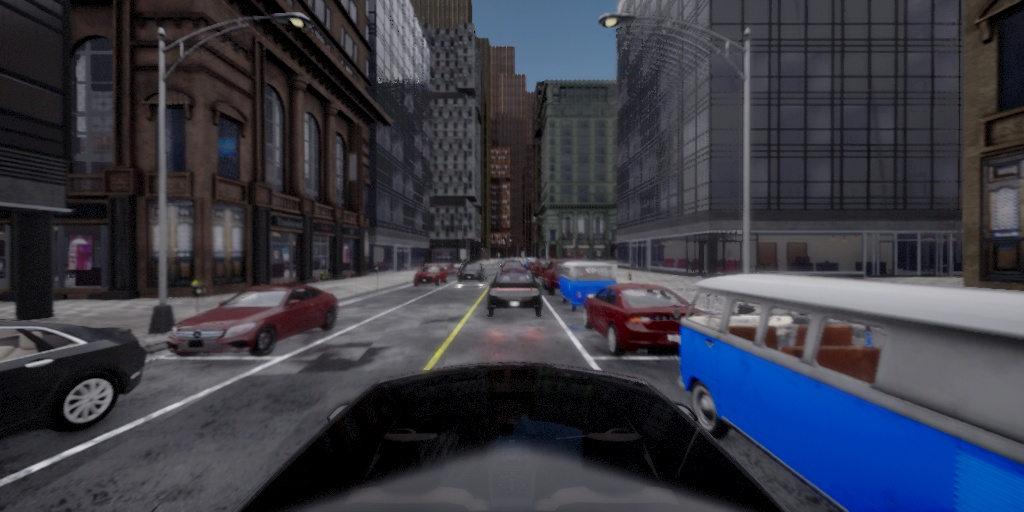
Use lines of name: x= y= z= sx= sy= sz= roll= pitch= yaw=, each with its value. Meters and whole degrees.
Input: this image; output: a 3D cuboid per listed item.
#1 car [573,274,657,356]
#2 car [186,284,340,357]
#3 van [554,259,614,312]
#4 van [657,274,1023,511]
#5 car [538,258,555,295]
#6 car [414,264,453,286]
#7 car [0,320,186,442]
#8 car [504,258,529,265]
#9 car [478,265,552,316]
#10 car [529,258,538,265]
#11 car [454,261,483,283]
car: x=2.857 y=1.308 z=8.534 sx=1.888 sy=1.381 sz=4.507 roll=0 pitch=0 yaw=0
car: x=-5.669 y=1.345 z=8.531 sx=1.802 sy=1.307 sz=4.207 roll=0 pitch=0 yaw=0
van: x=2.857 y=1.115 z=14.182 sx=1.690 sy=1.789 sz=3.998 roll=0 pitch=0 yaw=0
van: x=2.856 y=1.093 z=2.885 sx=1.690 sy=1.789 sz=3.998 roll=0 pitch=0 yaw=0
car: x=2.857 y=1.099 z=19.831 sx=2.192 sy=1.841 sz=5.009 roll=0 pitch=0 yaw=0
car: x=-5.668 y=1.339 z=25.478 sx=1.888 sy=1.381 sz=4.507 roll=0 pitch=0 yaw=0
car: x=-5.669 y=1.303 z=2.882 sx=2.007 sy=1.370 sz=4.403 roll=0 pitch=0 yaw=0
car: x=0.092 y=1.152 z=29.873 sx=2.097 sy=1.767 sz=4.553 roll=0 pitch=0 yaw=0
car: x=0.090 y=1.265 z=13.483 sx=2.128 sy=1.511 sz=4.902 roll=0 pitch=0 yaw=0
car: x=2.857 y=1.116 z=31.129 sx=2.192 sy=1.841 sz=5.009 roll=0 pitch=0 yaw=0
car: x=-3.100 y=1.303 z=28.319 sx=1.837 sy=1.490 sz=4.892 roll=0 pitch=0 yaw=0
